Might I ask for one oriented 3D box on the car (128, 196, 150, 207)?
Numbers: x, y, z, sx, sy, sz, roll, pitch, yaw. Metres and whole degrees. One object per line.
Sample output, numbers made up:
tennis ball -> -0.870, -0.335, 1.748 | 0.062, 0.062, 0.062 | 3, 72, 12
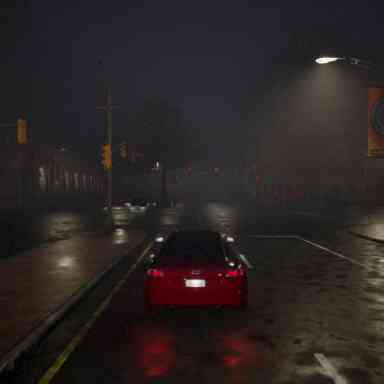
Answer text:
car -> -8.111, 1.504, 51.076 | 1.837, 1.490, 4.892 | 0, 0, 0

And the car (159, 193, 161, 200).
car -> -8.031, 1.225, 81.809 | 2.150, 2.045, 5.566 | 0, 0, 0

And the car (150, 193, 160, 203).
car -> -8.046, 1.504, 66.973 | 1.837, 1.490, 4.892 | 0, 0, 0

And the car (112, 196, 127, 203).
car -> -14.775, 1.594, 67.921 | 1.895, 1.301, 4.718 | 0, 0, 0

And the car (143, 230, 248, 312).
car -> 0.072, 1.564, 7.814 | 1.994, 1.385, 4.181 | 0, 0, 0

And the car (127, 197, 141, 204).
car -> -11.540, 1.600, 66.657 | 1.895, 1.301, 4.718 | 0, 0, 0

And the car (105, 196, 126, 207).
car -> -11.771, 1.352, 51.080 | 2.097, 1.767, 4.553 | 0, 0, 2

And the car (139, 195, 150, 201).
car -> -11.530, 1.552, 81.212 | 1.994, 1.385, 4.181 | 0, 0, 0
